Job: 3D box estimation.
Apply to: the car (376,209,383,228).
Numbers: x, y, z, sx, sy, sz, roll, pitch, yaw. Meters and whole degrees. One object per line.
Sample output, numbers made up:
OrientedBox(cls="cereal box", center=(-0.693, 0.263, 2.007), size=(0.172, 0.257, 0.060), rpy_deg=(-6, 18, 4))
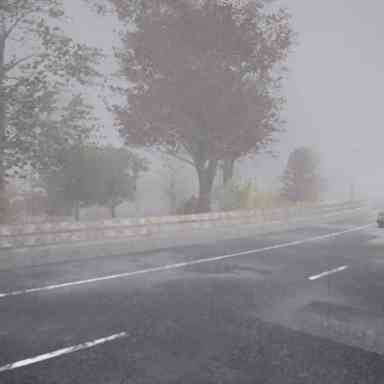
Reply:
OrientedBox(cls="car", center=(13.022, 1.454, 20.683), size=(2.033, 1.411, 5.357), rpy_deg=(0, 0, 42))
